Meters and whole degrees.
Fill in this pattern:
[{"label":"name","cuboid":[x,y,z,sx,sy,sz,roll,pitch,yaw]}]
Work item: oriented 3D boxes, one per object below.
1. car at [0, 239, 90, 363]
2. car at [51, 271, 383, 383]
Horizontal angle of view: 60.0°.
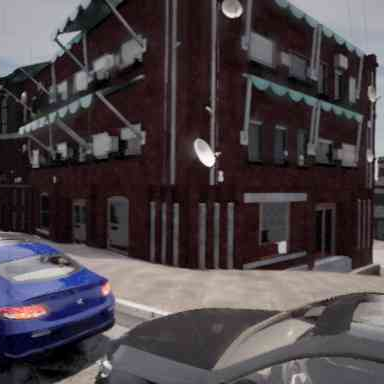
[{"label":"car","cuboid":[-3.279,1.528,5.498,4.674,1.452,2.002,0,0,34]},{"label":"car","cuboid":[1.282,1.517,2.349,4.674,1.452,2.002,0,0,36]}]
